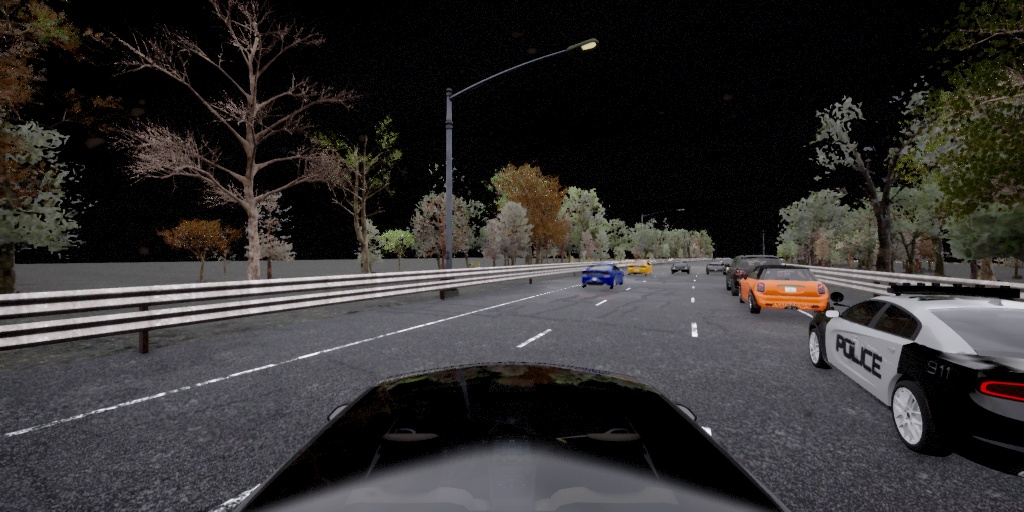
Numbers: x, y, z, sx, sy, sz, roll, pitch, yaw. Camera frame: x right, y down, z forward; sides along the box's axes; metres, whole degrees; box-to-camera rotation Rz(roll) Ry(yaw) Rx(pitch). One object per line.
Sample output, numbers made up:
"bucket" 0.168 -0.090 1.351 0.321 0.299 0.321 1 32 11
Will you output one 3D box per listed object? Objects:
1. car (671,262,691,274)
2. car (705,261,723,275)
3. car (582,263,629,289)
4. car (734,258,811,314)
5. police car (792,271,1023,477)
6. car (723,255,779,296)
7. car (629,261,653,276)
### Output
"car" 19.259 1.370 40.818 1.895 1.301 4.718 0 0 28
"car" 22.372 1.262 39.341 2.128 1.511 4.902 0 0 29
"car" 5.979 1.231 23.202 1.882 1.535 5.008 0 0 27
"car" 9.906 1.102 13.419 2.097 1.767 4.553 0 0 27
"police car" 5.599 1.175 4.688 1.930 1.638 5.238 0 0 26
"car" 12.609 0.978 18.758 2.150 2.045 5.566 0 0 27
"car" 13.444 1.242 37.405 1.882 1.535 5.008 0 0 28
